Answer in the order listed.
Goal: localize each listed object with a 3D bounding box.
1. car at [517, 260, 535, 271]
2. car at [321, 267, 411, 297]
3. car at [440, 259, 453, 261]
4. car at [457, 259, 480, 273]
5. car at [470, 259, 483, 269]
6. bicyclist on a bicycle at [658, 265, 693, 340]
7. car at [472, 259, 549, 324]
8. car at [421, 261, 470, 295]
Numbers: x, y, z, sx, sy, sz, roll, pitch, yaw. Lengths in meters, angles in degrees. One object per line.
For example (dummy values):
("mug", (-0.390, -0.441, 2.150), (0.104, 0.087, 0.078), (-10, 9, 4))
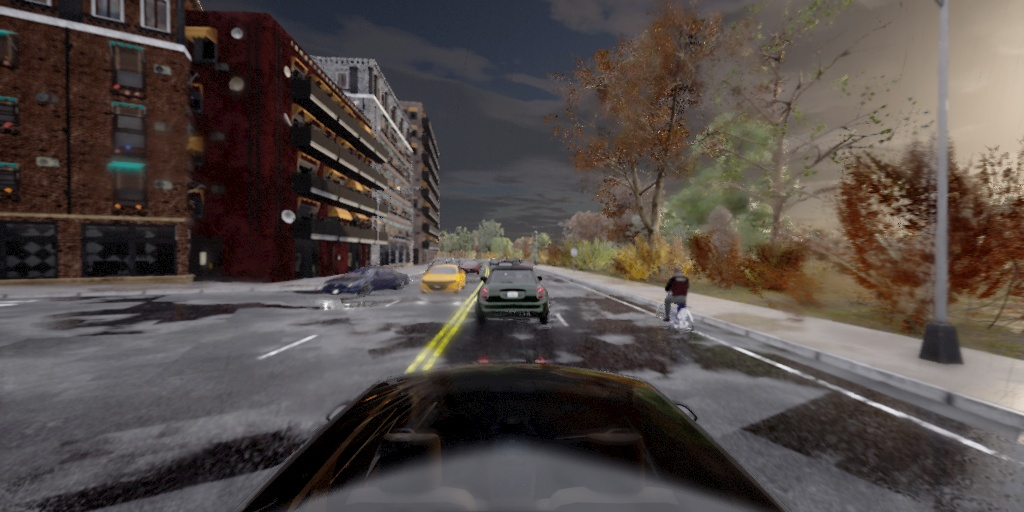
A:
("car", (1.772, 1.246, 47.515), (1.994, 1.385, 4.181), (0, 0, -4))
("car", (-7.517, 1.278, 19.241), (2.033, 1.411, 5.357), (1, 0, 15))
("car", (-7.586, 1.217, 37.548), (1.837, 1.490, 4.892), (0, 0, -3))
("car", (-4.357, 1.183, 38.046), (1.882, 1.535, 5.008), (0, 0, -3))
("car", (-5.592, 1.179, 57.169), (1.837, 1.490, 4.892), (0, 0, -4))
("bicyclist on a bicycle", (4.080, 1.109, 9.045), (0.659, 1.776, 1.843), (0, 0, -1))
("car", (-0.012, 1.090, 12.109), (2.097, 1.767, 4.553), (0, 0, -1))
("car", (-3.625, 1.209, 19.676), (1.882, 1.535, 5.008), (0, 0, -2))
